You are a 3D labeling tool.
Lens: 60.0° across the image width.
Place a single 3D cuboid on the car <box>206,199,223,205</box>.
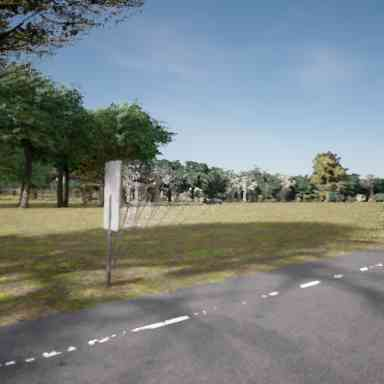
[{"bbox_3d":[5.109,2.180,75.156,1.994,1.385,4.181,2,-2,-33],"label":"car"}]
